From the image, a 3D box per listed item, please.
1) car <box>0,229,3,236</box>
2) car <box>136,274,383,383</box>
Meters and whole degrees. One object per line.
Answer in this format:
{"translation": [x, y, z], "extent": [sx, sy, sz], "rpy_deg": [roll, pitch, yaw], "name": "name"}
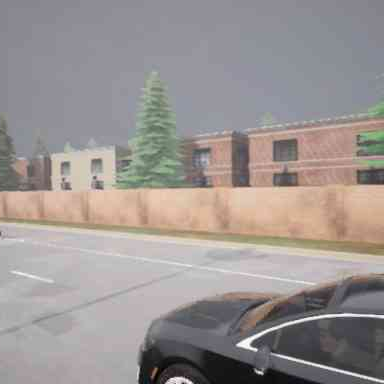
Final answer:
{"translation": [-11.443, 1.710, 16.439], "extent": [5.357, 1.411, 2.033], "rpy_deg": [-1, 0, 36], "name": "car"}
{"translation": [1.659, 1.508, 2.791], "extent": [4.892, 1.490, 1.837], "rpy_deg": [0, 0, 36], "name": "car"}
